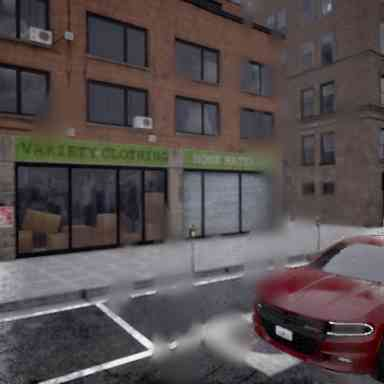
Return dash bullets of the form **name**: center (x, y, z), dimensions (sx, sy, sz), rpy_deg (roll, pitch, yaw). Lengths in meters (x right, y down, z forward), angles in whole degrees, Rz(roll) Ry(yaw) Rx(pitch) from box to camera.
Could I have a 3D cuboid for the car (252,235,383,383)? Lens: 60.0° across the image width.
- **car**: center (3.203, 1.506, 5.594), dimensions (5.008, 1.535, 1.882), rpy_deg (0, 0, -35)
